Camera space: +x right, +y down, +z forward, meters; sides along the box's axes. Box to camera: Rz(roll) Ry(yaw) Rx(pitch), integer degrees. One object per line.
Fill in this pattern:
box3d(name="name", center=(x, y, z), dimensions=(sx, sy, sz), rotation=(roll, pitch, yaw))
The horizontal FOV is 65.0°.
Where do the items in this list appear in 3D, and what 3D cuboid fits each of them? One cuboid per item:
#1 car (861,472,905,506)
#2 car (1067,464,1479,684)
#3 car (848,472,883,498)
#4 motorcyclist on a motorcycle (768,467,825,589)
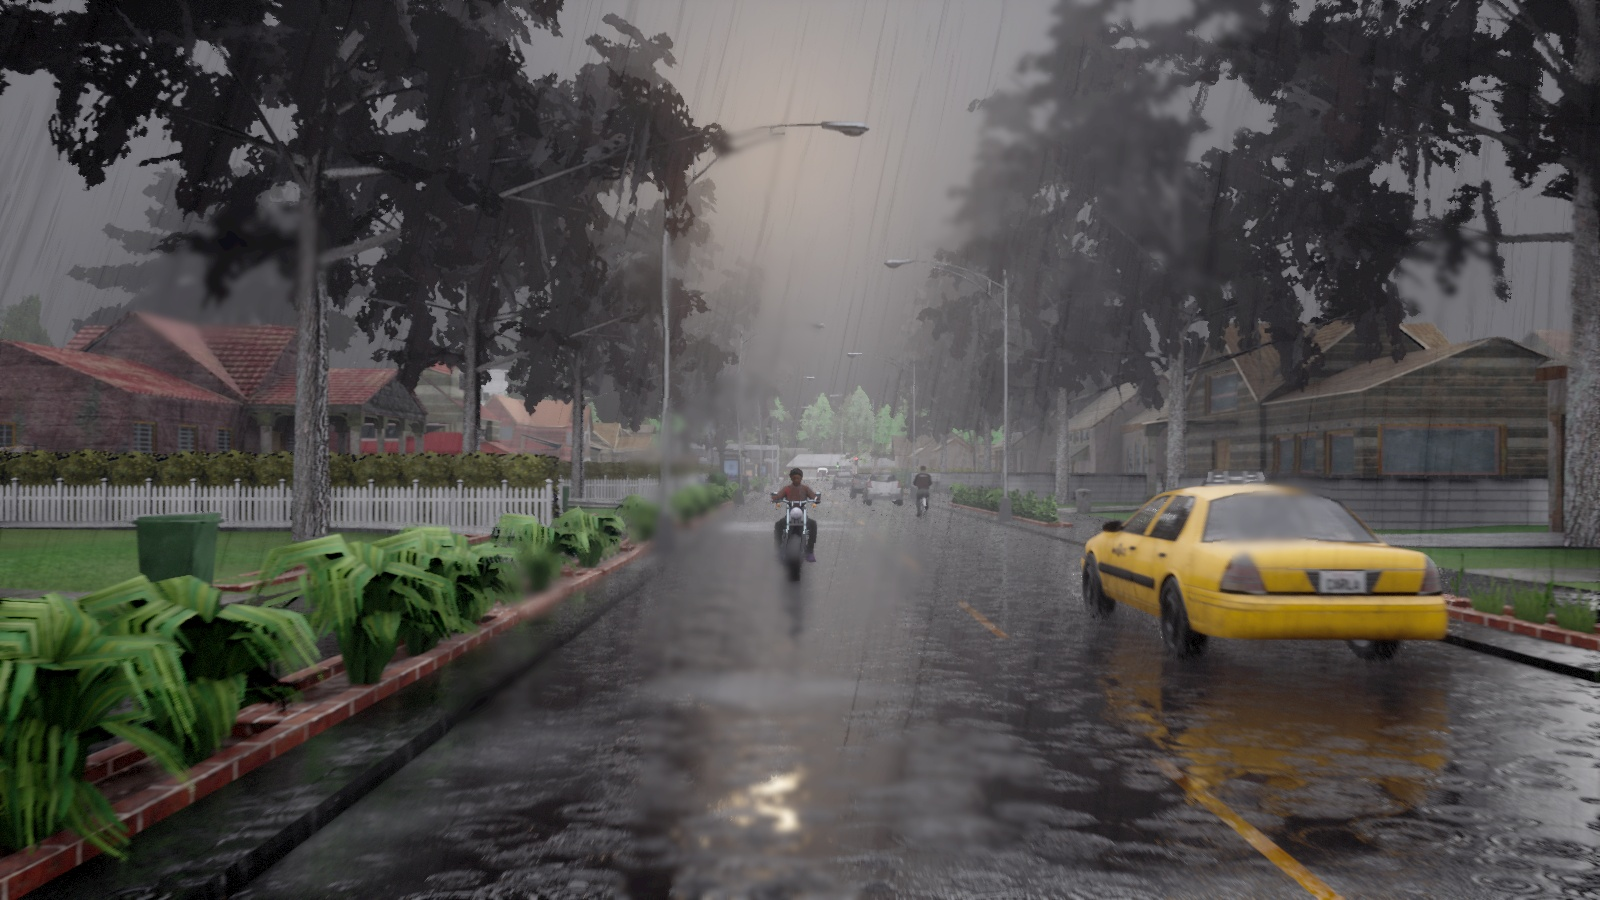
box3d(name="car", center=(3.855, 1.798, 58.821), dimensions=(1.845, 1.501, 3.633), rotation=(0, -1, 0))
box3d(name="car", center=(3.971, 0.934, 11.719), dimensions=(1.801, 1.575, 5.366), rotation=(0, -1, 0))
box3d(name="car", center=(3.818, 2.050, 73.878), dimensions=(1.845, 1.501, 3.633), rotation=(0, -1, 0))
box3d(name="motorcyclist on a motorcycle", center=(-0.045, 1.070, 18.175), dimensions=(0.766, 1.649, 2.350), rotation=(0, -1, 0))
